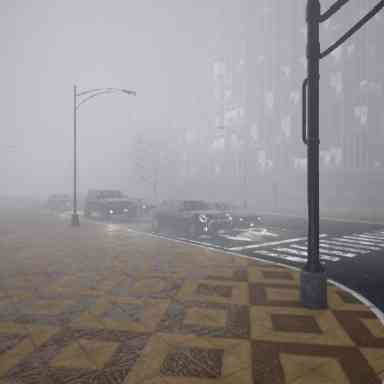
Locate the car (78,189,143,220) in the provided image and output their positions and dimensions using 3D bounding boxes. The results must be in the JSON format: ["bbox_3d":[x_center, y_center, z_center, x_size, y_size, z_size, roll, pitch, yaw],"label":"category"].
[{"bbox_3d":[-6.050,0.818,24.114,2.150,2.045,5.566,0,1,-38],"label":"car"}]

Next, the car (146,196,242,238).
[{"bbox_3d":[-0.048,1.124,16.512,2.097,1.767,4.553,0,1,-38],"label":"car"}]

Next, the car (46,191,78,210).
[{"bbox_3d":[-13.005,0.881,32.950,2.128,1.511,4.902,0,1,-38],"label":"car"}]

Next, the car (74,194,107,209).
[{"bbox_3d":[-10.838,0.938,35.452,1.994,1.385,4.181,0,1,-38],"label":"car"}]

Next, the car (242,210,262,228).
[{"bbox_3d":[1.613,1.289,19.706,2.033,1.411,5.357,0,1,-36],"label":"car"}]

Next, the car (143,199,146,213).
[{"bbox_3d":[-4.368,1.166,27.225,1.895,1.301,4.718,0,1,-38],"label":"car"}]

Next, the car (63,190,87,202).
[{"bbox_3d":[-17.491,0.568,49.489,1.882,1.535,5.008,0,1,-38],"label":"car"}]
